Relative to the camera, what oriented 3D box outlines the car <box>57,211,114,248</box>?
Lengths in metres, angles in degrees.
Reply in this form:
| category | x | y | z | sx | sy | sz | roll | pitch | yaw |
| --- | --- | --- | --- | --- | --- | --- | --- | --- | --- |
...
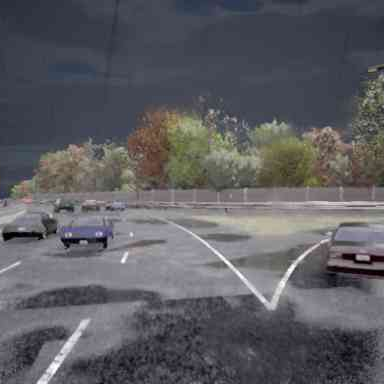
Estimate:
| category | x | y | z | sx | sy | sz | roll | pitch | yaw |
| --- | --- | --- | --- | --- | --- | --- | --- | --- | --- |
| car | -4.769 | 1.801 | 15.844 | 1.895 | 1.301 | 4.718 | 0 | -1 | -9 |

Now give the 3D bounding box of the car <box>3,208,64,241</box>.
| category | x | y | z | sx | sy | sz | roll | pitch | yaw |
| --- | --- | --- | --- | --- | --- | --- | --- | --- | --- |
| car | -8.760 | 1.815 | 18.438 | 1.994 | 1.385 | 4.181 | 0 | -1 | -9 |

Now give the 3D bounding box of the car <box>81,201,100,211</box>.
| category | x | y | z | sx | sy | sz | roll | pitch | yaw |
| --- | --- | --- | --- | --- | --- | --- | --- | --- | --- |
| car | -14.562 | 2.077 | 47.660 | 1.882 | 1.535 | 5.008 | 0 | -1 | -29 |

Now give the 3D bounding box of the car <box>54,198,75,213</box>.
| category | x | y | z | sx | sy | sz | roll | pitch | yaw |
| --- | --- | --- | --- | --- | --- | --- | --- | --- | --- |
| car | -17.719 | 1.823 | 46.147 | 2.150 | 2.045 | 5.566 | 0 | -1 | -29 |

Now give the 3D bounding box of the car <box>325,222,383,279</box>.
| category | x | y | z | sx | sy | sz | roll | pitch | yaw |
| --- | --- | --- | --- | --- | --- | --- | --- | --- | --- |
| car | 5.160 | 1.629 | 10.179 | 2.033 | 1.411 | 5.357 | -1 | -1 | 26 |

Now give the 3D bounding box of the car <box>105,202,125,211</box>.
| category | x | y | z | sx | sy | sz | roll | pitch | yaw |
| --- | --- | --- | --- | --- | --- | --- | --- | --- | --- |
| car | -11.409 | 2.145 | 49.181 | 2.033 | 1.411 | 5.357 | 0 | -1 | -29 |
